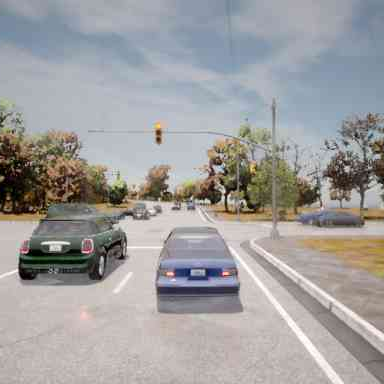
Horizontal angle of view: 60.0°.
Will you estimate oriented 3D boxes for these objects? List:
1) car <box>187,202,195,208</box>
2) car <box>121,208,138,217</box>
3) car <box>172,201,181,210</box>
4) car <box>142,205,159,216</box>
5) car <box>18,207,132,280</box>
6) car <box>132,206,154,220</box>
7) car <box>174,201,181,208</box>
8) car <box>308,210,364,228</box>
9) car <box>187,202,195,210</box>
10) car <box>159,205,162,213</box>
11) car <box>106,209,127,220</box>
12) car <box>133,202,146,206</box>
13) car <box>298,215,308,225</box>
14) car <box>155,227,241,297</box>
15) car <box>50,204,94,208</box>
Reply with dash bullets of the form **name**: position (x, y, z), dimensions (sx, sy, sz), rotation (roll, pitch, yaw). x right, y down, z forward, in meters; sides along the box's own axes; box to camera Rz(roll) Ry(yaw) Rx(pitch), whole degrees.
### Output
- **car**: position (-0.334, 3.305, 87.961), dimensions (1.994, 1.385, 4.181), rotation (0, 0, -4)
- **car**: position (-10.740, 3.504, 57.478), dimensions (1.895, 1.301, 4.718), rotation (0, -1, 0)
- **car**: position (-3.712, 3.539, 77.834), dimensions (1.895, 1.301, 4.718), rotation (0, 0, 0)
- **car**: position (-7.237, 3.433, 57.689), dimensions (1.812, 1.442, 4.674), rotation (0, -1, 0)
- **car**: position (-3.444, 1.486, 10.515), dimensions (2.097, 1.767, 4.553), rotation (0, -1, 0)
- **car**: position (-7.220, 3.158, 47.798), dimensions (2.128, 1.511, 4.902), rotation (0, -2, 1)
- **car**: position (-3.833, 3.248, 87.867), dimensions (1.837, 1.490, 4.892), rotation (0, 0, -4)
- **car**: position (12.993, 2.451, 29.645), dimensions (4.181, 1.385, 1.994), rotation (0, -3, -2)
- **car**: position (-0.212, 3.467, 77.779), dimensions (1.812, 1.442, 4.674), rotation (0, 0, 0)
- **car**: position (-7.198, 3.488, 67.979), dimensions (1.837, 1.490, 4.892), rotation (0, 0, 0)
- **car**: position (-10.762, 3.208, 47.601), dimensions (2.033, 1.411, 5.357), rotation (0, -2, -3)
- **car**: position (-10.687, 3.204, 68.235), dimensions (2.150, 2.045, 5.566), rotation (0, 0, 0)
- **car**: position (13.158, 2.525, 33.140), dimensions (5.008, 1.535, 1.882), rotation (0, -3, -1)
- **car**: position (0.068, 1.646, 8.901), dimensions (2.033, 1.411, 5.357), rotation (0, -1, -1)
- **car**: position (-8.675, 1.956, 26.314), dimensions (5.566, 2.045, 2.150), rotation (0, -3, 5)
